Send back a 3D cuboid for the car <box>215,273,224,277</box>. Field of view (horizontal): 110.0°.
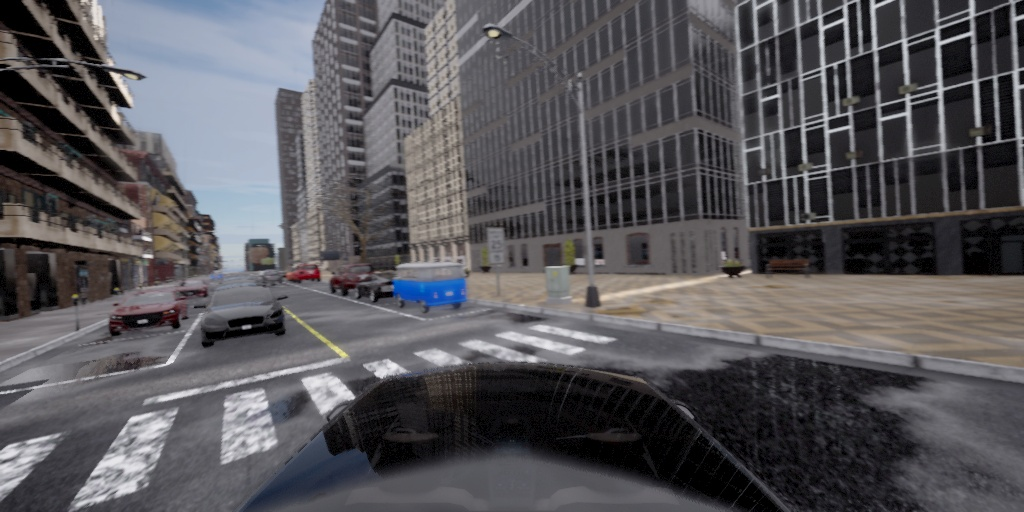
[{"bbox_3d":[-20.370,2.171,26.607,2.128,1.511,4.902,-4,1,-38],"label":"car"}]

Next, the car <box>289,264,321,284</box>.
[{"bbox_3d":[-22.727,1.927,39.678,2.150,2.045,5.566,-4,1,-38],"label":"car"}]

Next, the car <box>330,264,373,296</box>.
[{"bbox_3d":[-10.104,1.441,22.886,2.192,1.841,5.009,0,0,-38],"label":"car"}]

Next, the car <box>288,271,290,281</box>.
[{"bbox_3d":[-26.979,2.248,45.156,2.097,1.767,4.553,-4,1,-38],"label":"car"}]

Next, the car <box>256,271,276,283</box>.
[{"bbox_3d":[-32.907,2.740,47.885,1.812,1.442,4.674,-4,1,-38],"label":"car"}]

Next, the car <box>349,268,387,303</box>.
[{"bbox_3d":[-6.711,1.537,18.531,1.948,1.339,4.313,0,0,-38],"label":"car"}]

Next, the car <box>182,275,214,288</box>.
[{"bbox_3d":[-23.485,2.406,26.442,1.888,1.381,4.507,0,0,-38],"label":"car"}]

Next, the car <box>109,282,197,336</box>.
[{"bbox_3d":[-13.306,1.940,13.378,1.888,1.381,4.507,0,0,-38],"label":"car"}]

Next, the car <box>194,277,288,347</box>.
[{"bbox_3d":[-8.270,1.632,11.059,1.837,1.490,4.892,-4,1,-38],"label":"car"}]

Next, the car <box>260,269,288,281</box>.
[{"bbox_3d":[-27.165,2.439,40.506,2.128,1.511,4.902,-4,1,-38],"label":"car"}]

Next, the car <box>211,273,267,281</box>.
[{"bbox_3d":[-14.027,1.893,18.451,1.837,1.490,4.892,-4,1,-38],"label":"car"}]

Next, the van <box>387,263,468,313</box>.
[{"bbox_3d":[-3.318,1.158,14.176,1.690,1.789,3.998,0,0,-38],"label":"van"}]
